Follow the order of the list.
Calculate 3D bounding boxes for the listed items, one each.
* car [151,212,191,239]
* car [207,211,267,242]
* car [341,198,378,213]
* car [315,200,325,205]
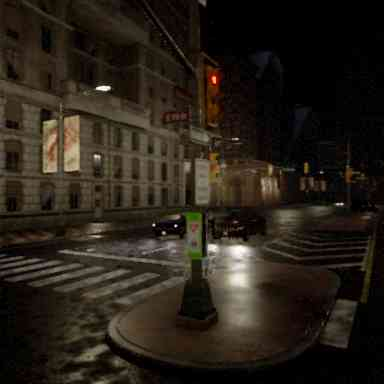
[{"bbox_3d":[-0.409,1.908,19.814,1.895,1.301,4.718,-1,-1,30],"label":"car"},{"bbox_3d":[2.787,1.782,18.354,1.812,1.442,4.674,-1,-1,30],"label":"car"},{"bbox_3d":[21.819,1.804,43.026,2.097,1.767,4.553,-1,-1,-2],"label":"car"},{"bbox_3d":[31.972,2.555,82.969,1.895,1.301,4.718,-1,-1,30],"label":"car"}]
